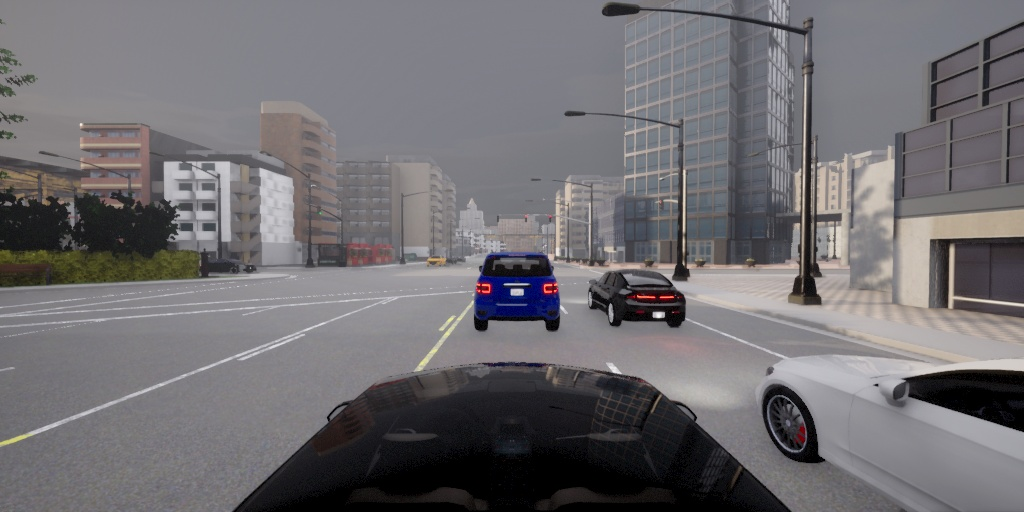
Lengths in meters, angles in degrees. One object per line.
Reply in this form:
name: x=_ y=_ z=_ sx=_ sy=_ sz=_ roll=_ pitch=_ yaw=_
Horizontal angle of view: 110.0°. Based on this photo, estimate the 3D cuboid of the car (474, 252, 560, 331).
car: x=0.134 y=0.885 z=10.846 sx=2.150 sy=2.045 sz=5.566 roll=0 pitch=1 yaw=0

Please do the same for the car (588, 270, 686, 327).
car: x=3.646 y=1.166 z=11.210 sx=1.837 sy=1.490 sz=4.892 roll=0 pitch=1 yaw=1

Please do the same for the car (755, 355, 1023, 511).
car: x=3.599 y=1.274 z=1.996 sx=1.812 sy=1.442 sz=4.674 roll=0 pitch=0 yaw=0

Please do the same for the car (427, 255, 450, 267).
car: x=-10.348 y=0.630 z=49.441 sx=1.882 sy=1.535 sz=5.008 roll=0 pitch=0 yaw=1

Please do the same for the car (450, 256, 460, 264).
car: x=-10.299 y=0.704 z=58.874 sx=1.895 sy=1.301 sz=4.718 roll=0 pitch=0 yaw=1

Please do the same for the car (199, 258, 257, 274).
car: x=-25.497 y=0.906 z=32.246 sx=4.181 sy=1.385 sz=1.994 roll=0 pitch=1 yaw=1
